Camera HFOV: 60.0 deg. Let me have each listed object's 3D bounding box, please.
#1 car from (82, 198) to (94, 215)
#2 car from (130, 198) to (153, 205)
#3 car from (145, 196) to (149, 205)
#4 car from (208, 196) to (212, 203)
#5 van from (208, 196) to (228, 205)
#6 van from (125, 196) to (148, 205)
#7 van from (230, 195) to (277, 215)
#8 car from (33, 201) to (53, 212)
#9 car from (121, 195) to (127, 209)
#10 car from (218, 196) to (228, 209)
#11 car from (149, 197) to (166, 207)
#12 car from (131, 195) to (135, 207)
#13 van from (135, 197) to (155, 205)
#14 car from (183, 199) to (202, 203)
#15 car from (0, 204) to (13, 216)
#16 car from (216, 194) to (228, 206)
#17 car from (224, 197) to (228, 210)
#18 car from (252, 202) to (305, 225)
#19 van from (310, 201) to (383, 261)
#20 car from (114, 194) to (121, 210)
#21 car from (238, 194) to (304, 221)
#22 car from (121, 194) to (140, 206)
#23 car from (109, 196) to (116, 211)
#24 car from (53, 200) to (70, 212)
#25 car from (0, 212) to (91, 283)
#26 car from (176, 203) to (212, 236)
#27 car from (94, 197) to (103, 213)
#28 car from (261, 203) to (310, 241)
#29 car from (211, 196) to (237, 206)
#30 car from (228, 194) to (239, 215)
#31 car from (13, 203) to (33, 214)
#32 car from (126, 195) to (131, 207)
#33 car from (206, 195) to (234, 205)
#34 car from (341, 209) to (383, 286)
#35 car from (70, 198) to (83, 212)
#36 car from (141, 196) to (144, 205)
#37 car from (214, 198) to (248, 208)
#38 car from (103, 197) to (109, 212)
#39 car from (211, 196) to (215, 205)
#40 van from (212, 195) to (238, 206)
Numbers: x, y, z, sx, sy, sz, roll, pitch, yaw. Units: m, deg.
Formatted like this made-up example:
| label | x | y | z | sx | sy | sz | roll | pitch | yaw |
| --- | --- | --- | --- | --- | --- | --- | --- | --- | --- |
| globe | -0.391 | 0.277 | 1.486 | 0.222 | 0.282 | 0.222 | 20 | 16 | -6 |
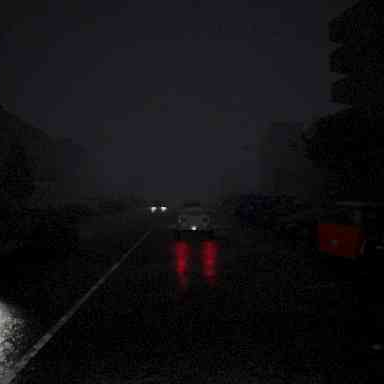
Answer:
| label | x | y | z | sx | sy | sz | roll | pitch | yaw |
| --- | --- | --- | --- | --- | --- | --- | --- | --- | --- |
| car | -11.444 | 1.498 | 29.137 | 4.892 | 1.521 | 2.231 | -1 | 0 | -20 |
| car | -11.559 | 2.204 | 76.083 | 4.674 | 1.452 | 2.002 | 0 | -2 | -20 |
| car | -11.588 | 1.924 | 67.278 | 5.008 | 1.535 | 2.097 | 0 | -2 | -20 |
| car | 6.053 | 1.735 | 58.597 | 5.366 | 1.575 | 1.946 | 1 | -1 | -20 |
| van | 6.165 | 2.040 | 79.576 | 4.442 | 1.987 | 1.878 | 1 | -2 | -20 |
| van | -11.686 | 1.773 | 70.177 | 4.442 | 1.987 | 1.878 | 0 | -1 | -20 |
| van | 6.427 | 1.293 | 34.768 | 4.442 | 1.987 | 1.878 | 1 | 0 | -20 |
| car | -11.337 | 1.519 | 20.343 | 4.792 | 1.488 | 2.163 | -1 | 0 | -21 |
| car | -11.543 | 1.546 | 43.812 | 5.008 | 1.535 | 2.097 | -1 | 0 | -20 |
| car | 6.121 | 1.518 | 37.656 | 5.366 | 1.575 | 1.946 | 1 | 0 | -20 |
| car | -5.226 | 1.645 | 52.954 | 1.882 | 1.535 | 5.008 | 0 | -1 | 0 |
| car | -11.746 | 1.603 | 49.616 | 5.366 | 1.575 | 1.946 | -1 | 0 | -20 |
| van | -11.639 | 2.142 | 81.904 | 4.442 | 1.987 | 1.878 | 0 | -2 | -20 |
| car | 0.018 | 1.501 | 35.141 | 1.882 | 1.535 | 5.008 | 0 | 0 | 0 |
| car | -11.121 | 1.479 | 14.527 | 5.366 | 1.575 | 1.946 | -1 | 0 | -21 |
| car | 6.306 | 1.285 | 40.726 | 5.566 | 2.045 | 2.435 | 1 | -1 | -20 |
| car | 6.164 | 1.509 | 31.663 | 5.366 | 1.575 | 1.946 | 1 | 0 | -20 |
| car | 6.368 | 1.539 | 19.711 | 4.792 | 1.488 | 2.163 | 1 | 0 | -20 |
| van | 6.346 | 1.280 | 10.724 | 4.442 | 1.987 | 1.878 | 1 | 0 | -19 |
| car | -11.506 | 1.401 | 40.882 | 4.553 | 1.767 | 2.185 | -1 | 0 | -20 |
| car | 6.392 | 1.259 | 22.727 | 5.566 | 2.045 | 2.435 | 1 | 0 | -20 |
| car | -11.609 | 1.394 | 52.600 | 5.566 | 2.045 | 2.435 | -1 | -1 | -20 |
| car | -11.522 | 1.553 | 37.949 | 4.674 | 1.452 | 2.002 | -1 | 0 | -20 |
| car | -11.404 | 1.492 | 23.270 | 5.008 | 1.535 | 2.097 | -1 | 0 | -21 |
| car | -5.086 | 1.555 | 10.023 | 2.033 | 1.411 | 5.357 | 0 | 0 | 3 |
| car | 0.090 | 1.537 | 18.474 | 1.812 | 1.442 | 4.674 | 0 | 0 | 0 |
| car | -11.470 | 1.499 | 32.074 | 5.008 | 1.535 | 2.097 | -1 | 0 | -20 |
| car | 6.324 | 1.508 | 16.691 | 4.892 | 1.521 | 2.231 | 1 | 0 | -19 |
| car | 6.199 | 1.734 | 64.646 | 4.553 | 1.767 | 2.185 | 1 | -2 | -20 |
| car | 6.387 | 1.262 | 28.745 | 5.566 | 2.045 | 2.435 | 1 | 0 | -20 |
| car | -11.339 | 1.487 | 17.397 | 5.008 | 1.535 | 2.097 | -1 | 0 | -21 |
| car | -11.568 | 1.574 | 46.743 | 5.008 | 1.535 | 2.097 | -1 | -1 | -20 |
| car | 6.231 | 1.833 | 73.616 | 5.566 | 2.045 | 2.435 | 1 | -1 | -20 |
| car | 6.155 | 1.377 | 7.670 | 4.553 | 1.767 | 2.185 | 1 | 0 | -19 |
| car | -11.421 | 1.495 | 26.204 | 4.892 | 1.521 | 2.231 | -1 | 0 | -21 |
| car | -11.581 | 1.740 | 58.480 | 4.892 | 1.521 | 2.231 | -1 | -1 | -20 |
| car | 6.207 | 1.677 | 52.666 | 4.792 | 1.488 | 2.163 | 1 | -1 | -20 |
| car | -11.470 | 1.378 | 35.016 | 4.553 | 1.767 | 2.185 | -1 | 0 | -20 |
| car | 6.069 | 1.603 | 49.624 | 5.366 | 1.575 | 1.946 | 1 | -1 | -20 |
| van | 6.120 | 1.568 | 61.617 | 4.442 | 1.987 | 1.878 | 1 | -1 | -20 |
